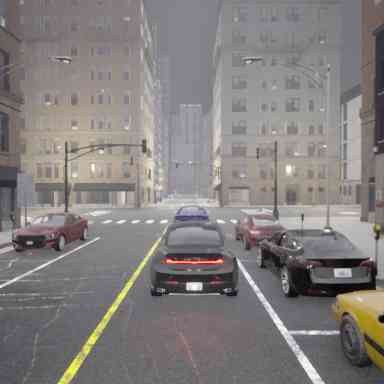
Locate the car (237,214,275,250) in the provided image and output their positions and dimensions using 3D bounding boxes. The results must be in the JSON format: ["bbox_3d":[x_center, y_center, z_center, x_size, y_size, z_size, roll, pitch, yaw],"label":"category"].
[{"bbox_3d":[2.834,1.579,13.949,1.802,1.307,4.206,-1,0,0],"label":"car"}]

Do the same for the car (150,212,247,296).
[{"bbox_3d":[0.051,1.503,8.592,1.837,1.490,4.892,0,0,0],"label":"car"}]

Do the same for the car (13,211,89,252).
[{"bbox_3d":[-5.711,1.542,13.926,1.887,1.381,4.507,-1,0,0],"label":"car"}]

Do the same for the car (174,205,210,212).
[{"bbox_3d":[-0.007,1.474,18.542,1.882,1.535,5.008,0,0,0],"label":"car"}]

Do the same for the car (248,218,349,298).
[{"bbox_3d":[2.848,1.564,8.363,1.947,1.339,4.313,-1,0,0],"label":"car"}]

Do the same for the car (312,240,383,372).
[{"bbox_3d":[2.860,1.525,2.947,1.752,1.417,4.829,-1,0,0],"label":"car"}]
